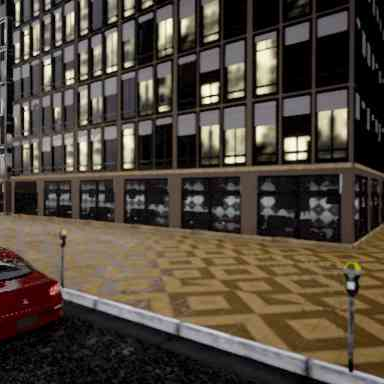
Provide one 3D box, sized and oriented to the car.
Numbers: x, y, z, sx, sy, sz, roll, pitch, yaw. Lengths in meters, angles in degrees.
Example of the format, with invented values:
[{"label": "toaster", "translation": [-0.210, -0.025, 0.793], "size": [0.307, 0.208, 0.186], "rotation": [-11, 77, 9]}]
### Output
[{"label": "car", "translation": [-3.876, 1.570, 5.631], "size": [4.206, 1.307, 1.802], "rotation": [0, 0, 35]}]
